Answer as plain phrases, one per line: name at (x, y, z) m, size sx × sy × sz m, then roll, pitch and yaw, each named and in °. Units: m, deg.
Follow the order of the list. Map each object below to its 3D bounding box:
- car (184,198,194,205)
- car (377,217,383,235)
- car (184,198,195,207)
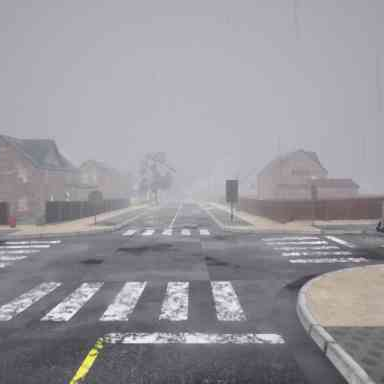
car at (-0.596, 1.834, 66.817) m, size 1.994 × 1.385 × 4.181 m, roll 0°, pitch 0°, yaw -2°
car at (10.704, 1.254, 14.389) m, size 5.008 × 1.535 × 1.882 m, roll -1°, pitch 2°, yaw 0°
car at (-0.453, 1.713, 56.789) m, size 1.812 × 1.442 × 4.674 m, roll 0°, pitch 0°, yaw -1°
